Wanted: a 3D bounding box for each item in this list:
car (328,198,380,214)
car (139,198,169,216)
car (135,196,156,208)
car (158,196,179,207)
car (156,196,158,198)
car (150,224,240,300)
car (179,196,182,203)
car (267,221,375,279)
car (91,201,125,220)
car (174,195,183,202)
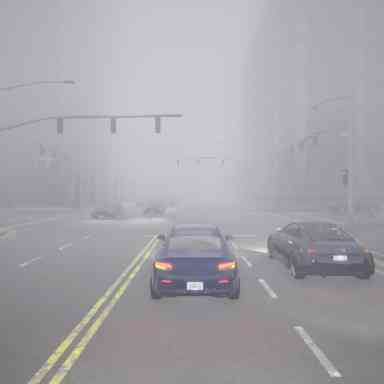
[{"bbox_3d":[16.784,1.422,34.535,5.008,1.535,1.882,0,0,0],"label":"car"},{"bbox_3d":[-3.526,1.571,31.719,1.895,1.301,4.718,0,0,0],"label":"car"},{"bbox_3d":[-6.988,1.547,48.490,2.033,1.411,5.357,0,0,0],"label":"car"},{"bbox_3d":[-3.483,1.491,49.951,2.128,1.511,4.902,0,0,0],"label":"car"},{"bbox_3d":[-6.865,1.507,67.397,1.837,1.490,4.892,0,-1,1],"label":"car"},{"bbox_3d":[0.078,1.526,8.293,1.812,1.442,4.674,0,0,1],"label":"car"},{"bbox_3d":[-3.386,1.478,65.708,1.882,1.535,5.008,0,0,1],"label":"car"},{"bbox_3d":[3.594,1.564,10.029,1.994,1.385,4.181,0,0,0],"label":"car"},{"bbox_3d":[-7.035,1.517,28.504,2.033,1.411,5.357,0,0,0],"label":"car"},{"bbox_3d":[-3.319,1.541,80.079,1.994,1.385,4.181,0,0,0],"label":"car"}]
